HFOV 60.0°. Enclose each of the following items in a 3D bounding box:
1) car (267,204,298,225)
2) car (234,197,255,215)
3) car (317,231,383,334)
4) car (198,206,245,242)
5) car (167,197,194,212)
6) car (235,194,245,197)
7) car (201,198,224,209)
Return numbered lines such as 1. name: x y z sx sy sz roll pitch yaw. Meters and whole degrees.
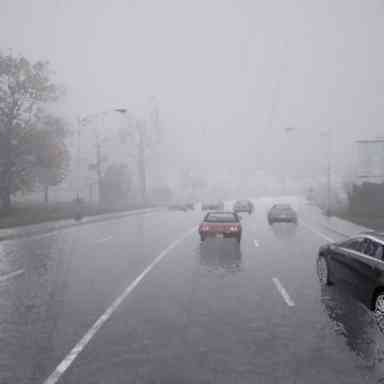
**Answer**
1. car: 6.582 1.585 24.461 1.994 1.385 4.181 0 0 12
2. car: 5.441 1.558 34.791 2.033 1.411 5.357 0 0 15
3. car: 3.961 1.505 6.473 2.128 1.511 4.902 0 0 3
4. car: 1.517 1.601 16.469 1.895 1.301 4.718 0 0 8
5. car: -1.251 1.327 37.499 2.097 1.767 4.553 0 0 16
6. car: 11.111 1.123 76.854 2.097 1.767 4.553 0 0 18
7. car: 2.409 1.471 37.645 1.882 1.535 5.008 0 0 16
